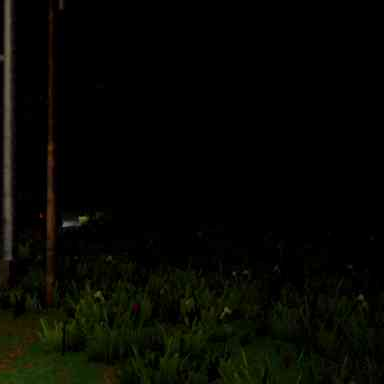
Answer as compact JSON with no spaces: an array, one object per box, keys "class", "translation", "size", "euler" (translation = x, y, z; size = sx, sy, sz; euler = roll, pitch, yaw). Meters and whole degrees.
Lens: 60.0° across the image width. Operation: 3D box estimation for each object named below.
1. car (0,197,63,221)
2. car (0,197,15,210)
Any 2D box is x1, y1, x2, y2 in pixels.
[{"class":"car","translation":[-8.970,1.309,19.251],"size":[2.097,1.767,4.553],"euler":[0,0,-9]},{"class":"car","translation":[-24.723,1.413,42.645],"size":[5.008,1.535,1.882],"euler":[0,0,41]}]
